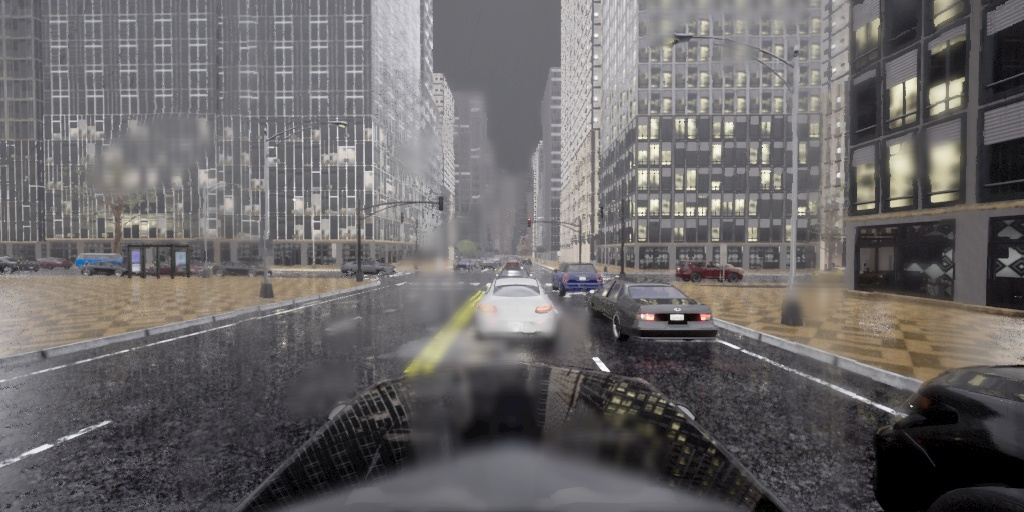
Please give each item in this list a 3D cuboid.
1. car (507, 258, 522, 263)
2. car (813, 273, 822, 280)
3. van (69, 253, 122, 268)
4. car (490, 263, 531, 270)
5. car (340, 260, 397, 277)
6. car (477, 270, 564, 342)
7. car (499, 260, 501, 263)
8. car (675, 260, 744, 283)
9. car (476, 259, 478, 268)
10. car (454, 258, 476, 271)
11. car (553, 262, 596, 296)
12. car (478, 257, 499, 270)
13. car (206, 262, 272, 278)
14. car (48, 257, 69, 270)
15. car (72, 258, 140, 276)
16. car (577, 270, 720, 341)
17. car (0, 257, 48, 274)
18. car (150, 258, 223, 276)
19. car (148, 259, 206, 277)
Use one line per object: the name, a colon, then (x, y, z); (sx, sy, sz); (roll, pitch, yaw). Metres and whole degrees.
car: (0.129, 1.193, 50.512); (1.882, 1.535, 5.008); (0, 0, 1)
car: (27.665, 1.579, 29.533); (4.829, 1.417, 1.751); (0, 0, 1)
van: (-45.256, 0.605, 39.285); (3.998, 1.789, 1.690); (0, 0, 1)
car: (0.114, 1.288, 18.916); (2.033, 1.411, 5.357); (0, 0, 0)
car: (-13.189, 1.138, 33.057); (4.902, 1.511, 2.128); (0, 1, -3)
car: (0.106, 1.272, 9.671); (1.812, 1.442, 4.674); (0, 0, 0)
car: (-3.278, 1.304, 61.015); (1.895, 1.301, 4.718); (0, 0, 0)
car: (16.217, 1.269, 29.739); (5.009, 1.841, 2.192); (0, 0, 1)
car: (-6.539, 1.211, 58.369); (1.837, 1.490, 4.892); (0, 0, 0)
car: (-6.584, 1.068, 49.272); (2.097, 1.767, 4.553); (0, 0, 1)
car: (3.364, 1.093, 19.195); (2.097, 1.767, 4.553); (0, 0, 0)
car: (-3.300, 1.262, 51.255); (2.033, 1.411, 5.357); (0, 0, 0)
car: (-22.707, 1.174, 30.299); (4.313, 1.339, 1.948); (0, 0, 1)
car: (-50.938, 0.793, 39.405); (4.207, 1.307, 1.802); (0, 0, 1)
car: (-34.072, 1.069, 30.615); (4.313, 1.339, 1.948); (0, 0, 1)
car: (3.359, 1.294, 9.810); (2.033, 1.411, 5.357); (0, 0, 0)
car: (-47.380, 0.815, 33.565); (5.008, 1.535, 1.882); (0, 1, 2)
car: (-29.993, 0.990, 33.160); (4.902, 1.511, 2.128); (0, 1, 1)
car: (-28.391, 1.138, 30.437); (4.207, 1.307, 1.802); (0, 0, 1)
